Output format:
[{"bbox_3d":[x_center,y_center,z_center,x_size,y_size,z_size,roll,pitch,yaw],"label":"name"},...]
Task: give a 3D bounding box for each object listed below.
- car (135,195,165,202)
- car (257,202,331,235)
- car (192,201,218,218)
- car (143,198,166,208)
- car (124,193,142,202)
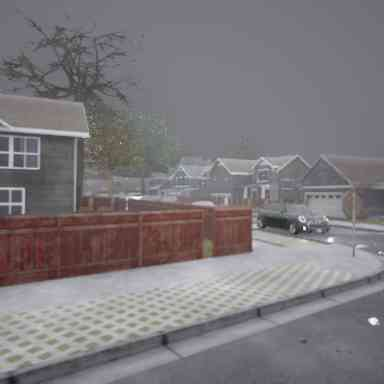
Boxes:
[{"bbox_3d":[-5.324,1.526,43.492,2.033,1.411,5.357,1,0,-28],"label":"car"},{"bbox_3d":[5.727,1.411,19.195,2.097,1.767,4.553,1,0,-22],"label":"car"},{"bbox_3d":[1.194,1.550,29.754,1.812,1.442,4.674,1,0,-24],"label":"car"},{"bbox_3d":[-5.746,1.595,50.605,1.895,1.301,4.718,1,0,-28],"label":"car"},{"bbox_3d":[-10.522,1.186,59.283,2.150,2.045,5.566,1,0,-30],"label":"car"}]
